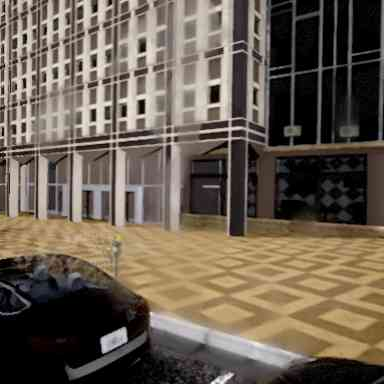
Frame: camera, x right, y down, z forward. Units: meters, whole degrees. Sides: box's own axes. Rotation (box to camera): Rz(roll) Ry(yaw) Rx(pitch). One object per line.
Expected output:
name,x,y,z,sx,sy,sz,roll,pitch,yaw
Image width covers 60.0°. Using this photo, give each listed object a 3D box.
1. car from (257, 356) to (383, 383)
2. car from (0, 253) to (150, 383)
car,2.088,1.569,1.372,4.313,1.339,1.947,0,1,36
car,-2.492,1.553,4.638,4.313,1.339,1.947,0,1,36
